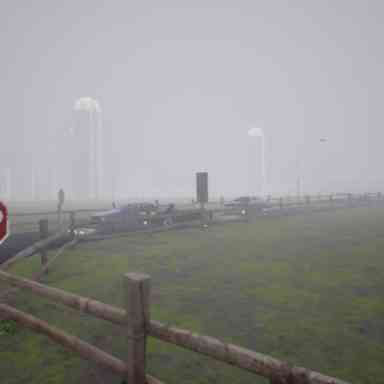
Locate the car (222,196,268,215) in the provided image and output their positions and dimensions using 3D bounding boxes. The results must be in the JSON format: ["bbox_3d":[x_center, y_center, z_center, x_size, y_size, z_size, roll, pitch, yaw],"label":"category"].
[{"bbox_3d":[4.555,1.092,28.302,4.892,1.490,1.837,-1,0,-42],"label":"car"}]

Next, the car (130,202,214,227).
[{"bbox_3d":[-0.901,1.332,19.450,4.718,1.301,1.895,-2,0,-42],"label":"car"}]

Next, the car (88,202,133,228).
[{"bbox_3d":[-3.646,1.359,20.793,5.357,1.411,2.033,-2,0,-43],"label":"car"}]

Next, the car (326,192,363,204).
[{"bbox_3d":[18.629,0.750,41.118,5.357,1.411,2.033,-2,0,-42],"label":"car"}]

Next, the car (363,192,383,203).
[{"bbox_3d":[21.482,0.667,39.862,5.357,1.411,2.033,-2,0,-42],"label":"car"}]
